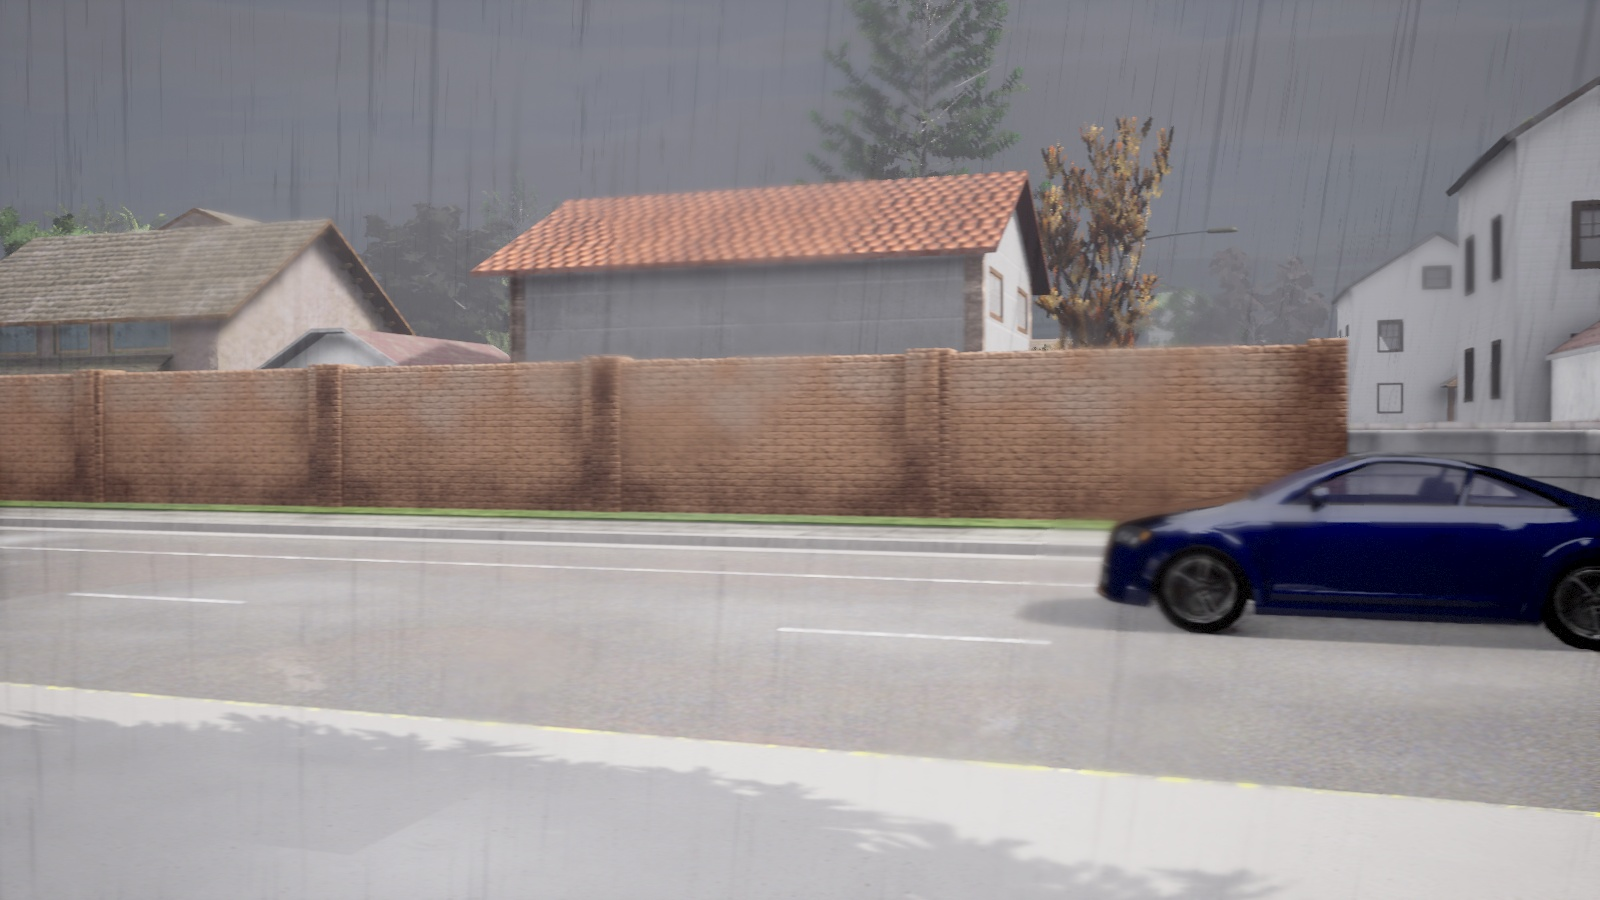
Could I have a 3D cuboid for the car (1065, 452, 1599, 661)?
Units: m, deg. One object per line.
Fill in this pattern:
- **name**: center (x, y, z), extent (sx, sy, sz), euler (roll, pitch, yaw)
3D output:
- **car**: center (4.390, 0.744, 10.156), extent (4.181, 1.385, 1.994), euler (1, 1, 19)
